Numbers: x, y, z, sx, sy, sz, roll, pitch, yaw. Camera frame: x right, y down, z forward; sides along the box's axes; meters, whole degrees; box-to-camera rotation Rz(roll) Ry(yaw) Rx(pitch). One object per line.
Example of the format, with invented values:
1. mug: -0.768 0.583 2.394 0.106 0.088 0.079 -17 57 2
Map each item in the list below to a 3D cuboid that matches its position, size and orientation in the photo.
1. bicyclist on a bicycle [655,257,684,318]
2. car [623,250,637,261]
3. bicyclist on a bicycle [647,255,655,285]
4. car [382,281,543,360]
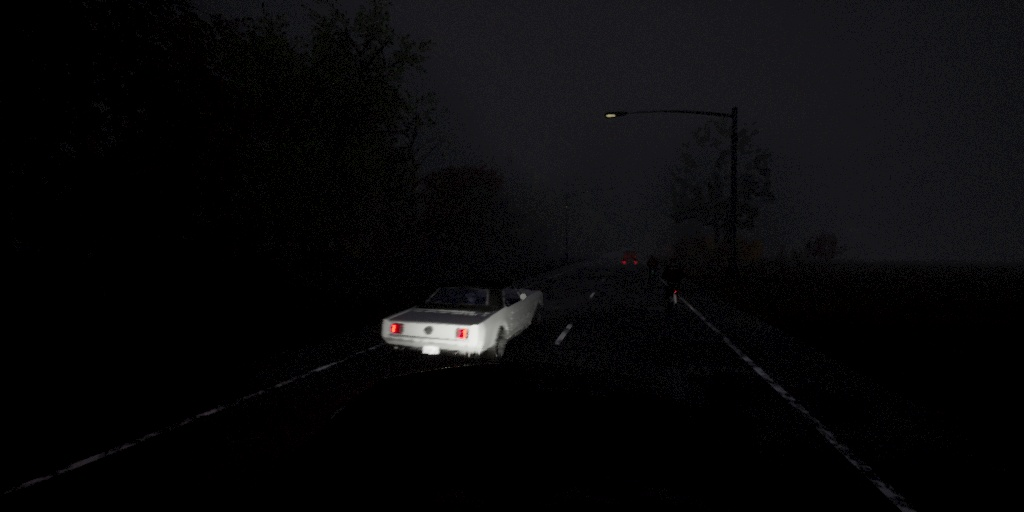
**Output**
1. bicyclist on a bicycle: 4.833 0.905 10.818 0.659 1.776 1.843 0 2 18
2. car: 18.477 -0.165 56.233 2.097 1.767 4.553 0 2 18
3. bicyclist on a bicycle: 7.514 0.793 19.186 0.582 1.620 1.656 0 1 18
4. car: -0.653 1.207 8.010 1.895 1.301 4.718 0 1 18
